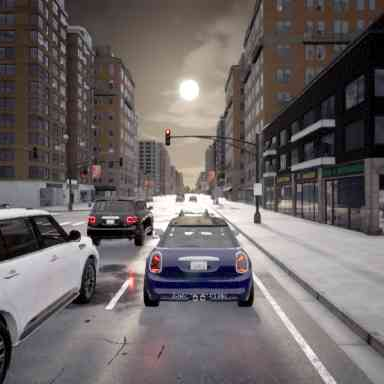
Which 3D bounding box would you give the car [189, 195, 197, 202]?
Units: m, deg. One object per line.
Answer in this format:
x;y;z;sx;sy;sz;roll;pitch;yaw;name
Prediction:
0.289;1.569;78.217;1.812;1.442;4.674;0;0;0;car

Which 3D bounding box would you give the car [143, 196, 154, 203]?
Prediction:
-9.483;1.593;72.756;1.994;1.385;4.181;0;0;0;car

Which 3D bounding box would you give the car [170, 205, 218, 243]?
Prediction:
0.118;1.495;17.213;2.128;1.511;4.902;0;0;1;car

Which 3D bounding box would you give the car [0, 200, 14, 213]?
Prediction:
-22.018;1.597;36.065;4.313;1.339;1.947;0;0;0;car

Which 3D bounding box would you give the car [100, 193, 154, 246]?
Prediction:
-3.096;1.225;15.341;2.150;2.045;5.566;0;0;0;car

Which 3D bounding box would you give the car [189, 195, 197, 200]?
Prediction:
0.325;1.497;88.225;1.994;1.385;4.181;0;0;0;car

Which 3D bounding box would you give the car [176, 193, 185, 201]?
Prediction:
-2.925;1.169;88.267;2.150;2.045;5.566;0;0;0;car

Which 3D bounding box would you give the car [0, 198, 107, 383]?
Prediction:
-3.138;1.222;4.988;2.150;2.045;5.566;0;0;1;car

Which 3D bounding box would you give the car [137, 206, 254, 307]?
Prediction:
0.127;1.353;8.145;2.097;1.767;4.553;0;0;0;car

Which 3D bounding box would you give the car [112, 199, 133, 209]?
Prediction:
-9.682;1.619;46.654;1.895;1.301;4.718;0;0;0;car

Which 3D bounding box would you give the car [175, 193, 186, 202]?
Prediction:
-2.963;1.584;77.815;2.033;1.411;5.357;0;0;0;car

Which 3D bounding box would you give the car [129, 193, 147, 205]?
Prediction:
-9.591;1.249;59.375;2.150;2.045;5.566;0;0;2;car
